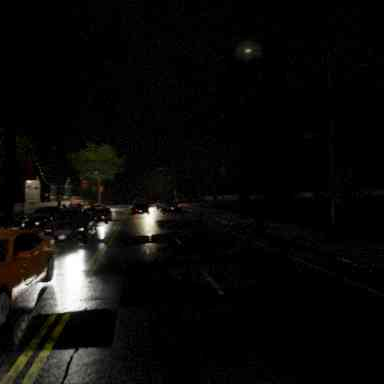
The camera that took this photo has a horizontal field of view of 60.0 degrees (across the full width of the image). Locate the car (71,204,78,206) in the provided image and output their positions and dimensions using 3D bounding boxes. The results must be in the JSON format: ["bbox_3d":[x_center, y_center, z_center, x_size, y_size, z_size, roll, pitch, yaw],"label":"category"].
[{"bbox_3d":[-11.898,1.906,33.990,1.994,1.385,4.181,-1,0,-9],"label":"car"}]

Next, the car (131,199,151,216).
[{"bbox_3d":[-5.563,1.706,36.156,1.837,1.490,4.892,-1,0,-8],"label":"car"}]

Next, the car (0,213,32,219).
[{"bbox_3d":[-8.819,1.729,14.412,1.837,1.490,4.892,-1,0,-9],"label":"car"}]

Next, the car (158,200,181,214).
[{"bbox_3d":[-2.376,1.691,36.882,1.994,1.385,4.181,-1,0,-9],"label":"car"}]

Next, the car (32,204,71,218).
[{"bbox_3d":[-10.297,1.779,23.728,1.837,1.490,4.892,-1,0,-9],"label":"car"}]

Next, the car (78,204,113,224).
[{"bbox_3d":[-7.472,1.762,26.693,2.033,1.411,5.357,-1,0,-8],"label":"car"}]

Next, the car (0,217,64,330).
[{"bbox_3d":[-4.364,1.585,7.100,1.882,1.535,5.008,-1,0,-9],"label":"car"}]

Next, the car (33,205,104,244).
[{"bbox_3d":[-5.854,1.650,16.447,2.128,1.511,4.902,-1,0,-9],"label":"car"}]

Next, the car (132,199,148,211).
[{"bbox_3d":[-7.432,1.820,47.692,2.128,1.511,4.902,-1,0,-9],"label":"car"}]

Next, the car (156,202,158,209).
[{"bbox_3d":[-4.095,1.790,47.354,2.033,1.411,5.357,-1,-1,-9],"label":"car"}]
